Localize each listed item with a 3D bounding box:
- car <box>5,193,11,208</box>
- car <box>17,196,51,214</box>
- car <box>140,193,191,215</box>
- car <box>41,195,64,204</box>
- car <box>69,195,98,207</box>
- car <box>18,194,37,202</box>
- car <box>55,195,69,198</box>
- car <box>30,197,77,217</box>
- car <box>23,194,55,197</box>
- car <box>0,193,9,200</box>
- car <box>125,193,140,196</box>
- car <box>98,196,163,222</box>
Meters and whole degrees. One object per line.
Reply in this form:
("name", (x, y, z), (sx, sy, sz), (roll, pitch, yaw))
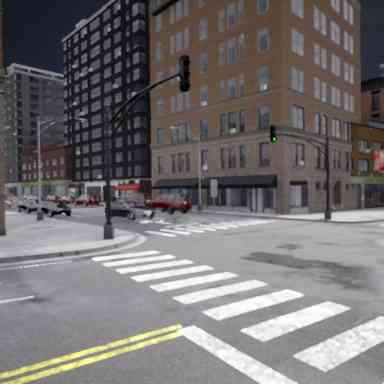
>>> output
("car", (-23.611, 1.245, 41.039), (1.752, 1.417, 4.829), (0, 1, -44))
("car", (-16.066, 1.371, 33.253), (1.947, 1.339, 4.313), (0, 1, -44))
("car", (-2.284, 1.075, 31.278), (2.192, 1.841, 5.009), (0, 1, -44))
("car", (-21.448, 1.128, 51.057), (1.802, 1.307, 4.206), (0, 1, -44))
("car", (-13.782, 1.074, 43.145), (1.967, 1.590, 4.097), (0, 1, -44))
("car", (-29.114, 1.037, 58.967), (1.802, 1.307, 4.206), (0, 1, -44))
("car", (-17.616, 1.172, 47.101), (1.802, 1.307, 4.206), (0, 1, -44))
("car", (-12.234, 1.413, 29.299), (1.947, 1.339, 4.313), (0, 1, -44))
("car", (-18.606, 1.238, 39.841), (1.812, 1.442, 4.674), (-1, 1, -44))
("car", (-40.612, 0.880, 70.832), (1.947, 1.339, 4.313), (0, 1, -44))
("car", (-6.116, 1.034, 35.233), (2.192, 1.841, 5.009), (0, 1, -44))
("car", (-4.827, 1.355, 25.607), (2.128, 1.511, 4.902), (-1, 1, -44))
